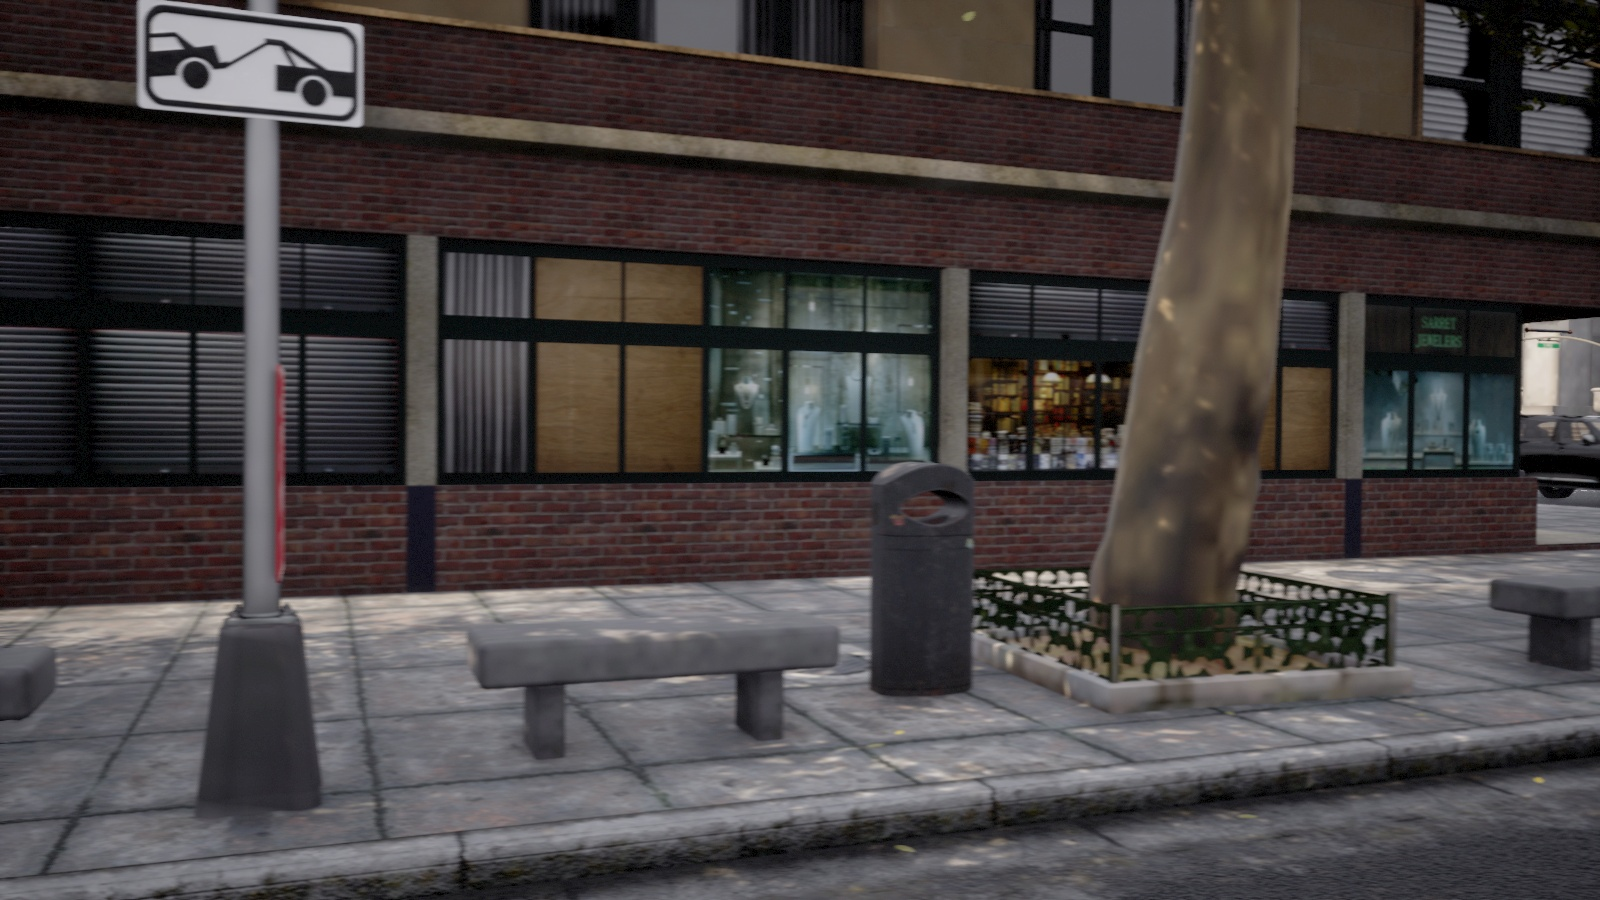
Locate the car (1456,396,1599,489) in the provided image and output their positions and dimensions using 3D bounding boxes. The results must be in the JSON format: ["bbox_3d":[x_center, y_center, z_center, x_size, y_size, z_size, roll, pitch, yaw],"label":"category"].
[{"bbox_3d":[18.327,-0.202,29.032,2.150,2.045,5.566,-1,1,-21],"label":"car"}]
